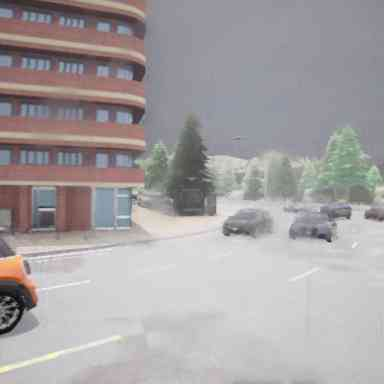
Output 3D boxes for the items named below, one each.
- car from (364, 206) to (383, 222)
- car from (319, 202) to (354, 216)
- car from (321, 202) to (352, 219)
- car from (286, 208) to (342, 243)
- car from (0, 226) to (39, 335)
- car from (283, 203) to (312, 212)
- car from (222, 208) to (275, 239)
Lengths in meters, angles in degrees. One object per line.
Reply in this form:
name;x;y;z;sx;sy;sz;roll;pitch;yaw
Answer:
car;18.142;2.042;31.747;1.994;1.385;4.181;0;-1;6
car;18.084;2.055;41.851;1.882;1.535;5.008;1;0;-6
car;14.826;1.966;34.462;2.128;1.511;4.902;0;-1;4
car;6.581;1.800;17.762;1.994;1.385;4.181;0;-1;29
car;-4.926;1.356;5.067;4.553;1.767;2.097;1;-1;-37
car;14.110;2.170;44.705;1.895;1.301;4.718;1;-1;-11
car;3.360;1.725;19.111;1.837;1.490;4.892;1;-1;29
